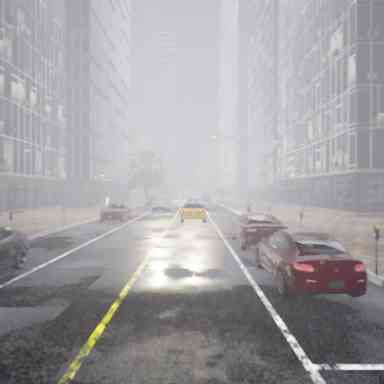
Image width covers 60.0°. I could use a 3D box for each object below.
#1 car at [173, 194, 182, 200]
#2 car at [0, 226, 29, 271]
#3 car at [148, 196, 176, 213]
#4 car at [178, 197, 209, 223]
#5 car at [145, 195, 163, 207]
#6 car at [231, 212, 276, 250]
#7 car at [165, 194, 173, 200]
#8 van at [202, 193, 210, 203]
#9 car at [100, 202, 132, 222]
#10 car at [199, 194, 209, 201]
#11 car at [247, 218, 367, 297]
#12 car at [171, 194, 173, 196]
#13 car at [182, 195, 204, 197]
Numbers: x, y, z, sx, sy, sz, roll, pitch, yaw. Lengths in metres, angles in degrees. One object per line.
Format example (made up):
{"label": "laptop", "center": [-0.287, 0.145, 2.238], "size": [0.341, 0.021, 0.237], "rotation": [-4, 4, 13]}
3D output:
{"label": "car", "center": [-3.004, 1.206, 76.039], "size": [2.033, 1.411, 5.357], "rotation": [0, 0, 0]}
{"label": "car", "center": [-5.692, 1.545, 8.235], "size": [1.947, 1.339, 4.313], "rotation": [0, 0, 0]}
{"label": "car", "center": [-3.101, 1.445, 35.387], "size": [2.033, 1.411, 5.357], "rotation": [0, 0, 0]}
{"label": "car", "center": [0.098, 1.389, 25.044], "size": [1.801, 1.575, 5.366], "rotation": [0, 0, 0]}
{"label": "car", "center": [-5.694, 1.292, 48.081], "size": [1.967, 1.590, 4.097], "rotation": [0, 0, 0]}
{"label": "car", "center": [2.688, 1.508, 13.921], "size": [1.887, 1.381, 4.507], "rotation": [0, 0, 0]}
{"label": "car", "center": [-5.695, 1.288, 82.236], "size": [1.802, 1.307, 4.206], "rotation": [0, 0, 0]}
{"label": "van", "center": [2.686, 1.127, 65.154], "size": [1.690, 1.788, 3.998], "rotation": [0, 0, 0]}
{"label": "car", "center": [-5.693, 1.475, 25.312], "size": [1.887, 1.381, 4.507], "rotation": [0, 0, 0]}
{"label": "car", "center": [2.686, 1.285, 76.540], "size": [2.008, 1.369, 4.403], "rotation": [0, 0, 0]}
{"label": "car", "center": [2.688, 1.561, 8.228], "size": [1.802, 1.307, 4.206], "rotation": [0, 0, 0]}
{"label": "car", "center": [-5.694, 1.312, 70.851], "size": [2.008, 1.369, 4.403], "rotation": [0, 0, 0]}
{"label": "car", "center": [0.098, 1.421, 42.120], "size": [2.033, 1.411, 5.357], "rotation": [0, 0, 0]}
